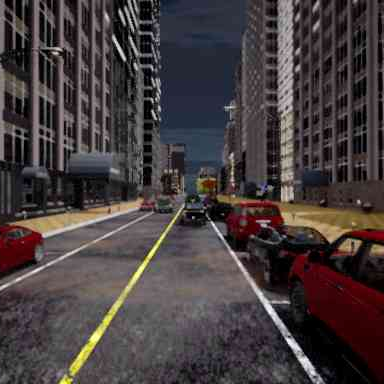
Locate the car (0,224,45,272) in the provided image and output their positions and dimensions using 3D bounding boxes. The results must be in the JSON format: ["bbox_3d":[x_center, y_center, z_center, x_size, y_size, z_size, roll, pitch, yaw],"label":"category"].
[{"bbox_3d":[-5.684,1.607,9.452,1.802,1.307,4.206,0,0,0],"label":"car"}]

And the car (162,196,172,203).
[{"bbox_3d":[-5.672,1.734,75.924,1.887,1.381,4.507,0,0,0],"label":"car"}]

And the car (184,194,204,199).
[{"bbox_3d":[0.109,1.340,46.346,2.150,2.045,5.566,0,0,0],"label":"car"}]

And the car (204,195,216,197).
[{"bbox_3d":[2.704,1.436,48.227,2.192,1.841,5.009,0,0,0],"label":"car"}]

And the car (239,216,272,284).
[{"bbox_3d":[2.696,1.590,9.451,1.947,1.339,4.313,0,0,0],"label":"car"}]

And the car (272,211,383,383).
[{"bbox_3d":[2.696,1.325,3.913,2.192,1.841,5.009,0,0,0],"label":"car"}]

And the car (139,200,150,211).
[{"bbox_3d":[-5.678,1.690,42.688,1.802,1.307,4.206,0,0,0],"label":"car"}]

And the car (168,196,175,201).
[{"bbox_3d":[-5.669,1.774,92.541,1.887,1.381,4.507,0,0,0],"label":"car"}]

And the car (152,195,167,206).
[{"bbox_3d":[-5.674,1.464,59.306,2.192,1.841,5.009,0,0,0],"label":"car"}]

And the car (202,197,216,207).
[{"bbox_3d":[2.704,1.575,53.765,1.967,1.590,4.097,0,0,0],"label":"car"}]

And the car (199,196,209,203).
[{"bbox_3d":[2.708,1.628,75.923,1.967,1.590,4.097,0,0,0],"label":"car"}]

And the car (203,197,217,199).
[{"bbox_3d":[2.702,1.674,42.687,1.947,1.339,4.313,0,0,0],"label":"car"}]

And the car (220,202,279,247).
[{"bbox_3d":[2.698,1.353,14.991,2.192,1.841,5.009,0,0,0],"label":"car"}]

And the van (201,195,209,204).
[{"bbox_3d":[2.708,1.516,70.383,1.690,1.788,3.998,0,0,0],"label":"van"}]

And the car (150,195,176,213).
[{"bbox_3d":[-3.080,1.447,37.461,2.097,1.767,4.553,0,0,0],"label":"car"}]

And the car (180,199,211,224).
[{"bbox_3d":[0.105,1.556,25.375,2.128,1.511,4.902,0,0,0],"label":"car"}]

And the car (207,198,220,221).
[{"bbox_3d":[2.366,1.549,28.011,1.882,1.535,5.008,0,0,0],"label":"car"}]
